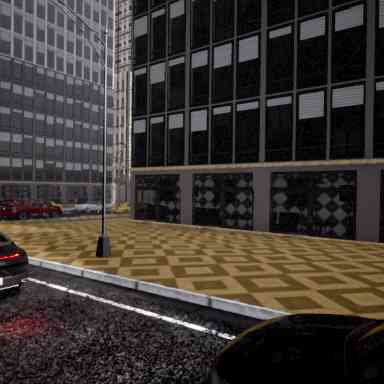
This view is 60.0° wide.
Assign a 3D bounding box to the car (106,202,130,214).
[{"bbox_3d":[-7.351,1.830,38.865,1.752,1.417,4.829,1,0,37],"label":"car"}]

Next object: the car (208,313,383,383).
[{"bbox_3d":[2.351,1.505,1.998,4.892,1.490,1.837,0,0,36],"label":"car"}]

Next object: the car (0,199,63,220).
[{"bbox_3d":[-14.181,1.519,29.677,2.192,1.841,5.009,1,0,37],"label":"car"}]

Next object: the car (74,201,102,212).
[{"bbox_3d":[-12.389,1.807,41.779,1.895,1.301,4.718,1,0,37],"label":"car"}]

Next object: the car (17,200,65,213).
[{"bbox_3d":[-17.646,1.643,39.064,1.752,1.417,4.829,1,0,37],"label":"car"}]

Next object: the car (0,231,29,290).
[{"bbox_3d":[-5.748,1.500,7.814,4.892,1.490,1.837,0,0,36],"label":"car"}]
